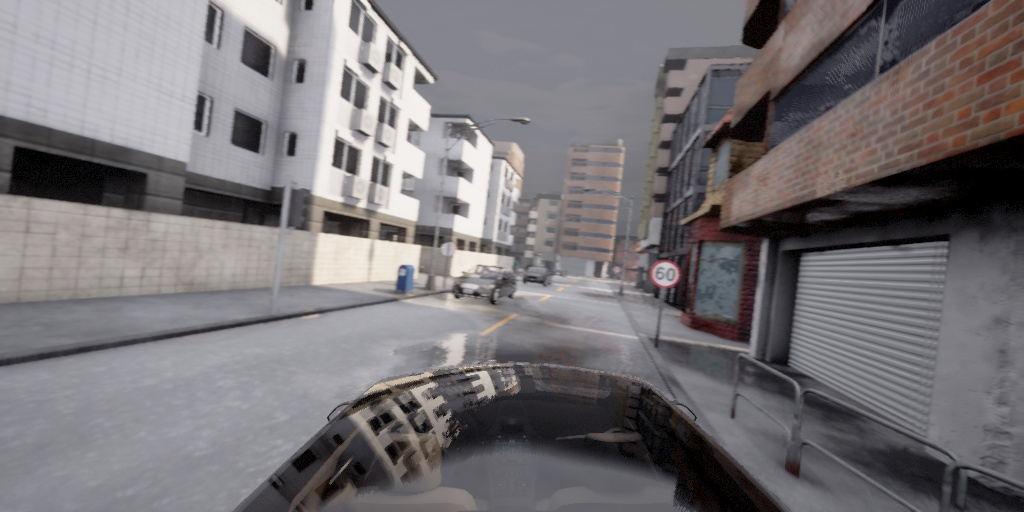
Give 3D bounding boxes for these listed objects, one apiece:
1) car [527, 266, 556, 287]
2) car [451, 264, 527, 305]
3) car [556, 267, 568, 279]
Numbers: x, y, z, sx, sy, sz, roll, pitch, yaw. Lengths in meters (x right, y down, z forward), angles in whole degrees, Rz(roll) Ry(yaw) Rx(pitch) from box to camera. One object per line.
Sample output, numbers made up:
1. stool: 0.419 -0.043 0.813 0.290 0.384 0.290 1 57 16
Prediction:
1. car: 2.149 1.609 29.423 1.837 1.490 4.892 7 0 14
2. car: -1.066 1.162 16.053 2.128 1.511 4.902 7 0 14
3. car: 5.774 2.019 44.110 1.895 1.301 4.718 7 0 14
